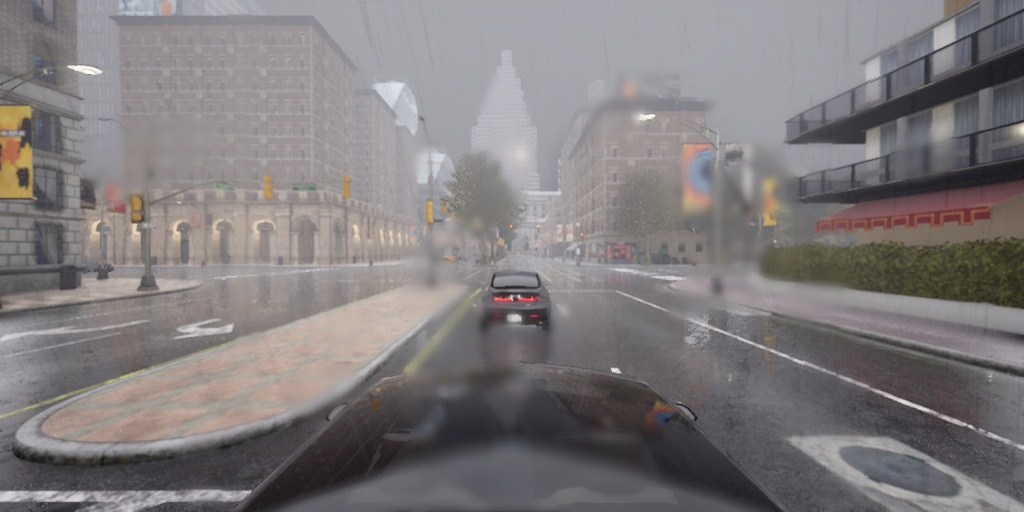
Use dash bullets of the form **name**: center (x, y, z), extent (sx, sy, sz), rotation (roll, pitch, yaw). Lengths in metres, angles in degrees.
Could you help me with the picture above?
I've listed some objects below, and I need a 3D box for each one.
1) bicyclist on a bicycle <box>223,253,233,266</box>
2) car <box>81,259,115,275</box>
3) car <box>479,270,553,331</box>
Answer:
- **bicyclist on a bicycle**: center (-37.143, 0.489, 46.947), extent (0.582, 1.620, 1.656), rotation (0, 1, 0)
- **car**: center (-38.849, 0.933, 32.492), extent (4.181, 1.385, 1.994), rotation (0, 1, 0)
- **car**: center (0.107, 1.144, 10.491), extent (1.837, 1.490, 4.892), rotation (0, 1, 1)
